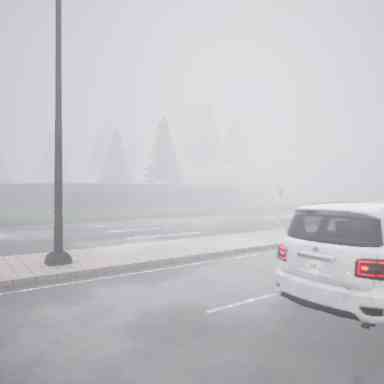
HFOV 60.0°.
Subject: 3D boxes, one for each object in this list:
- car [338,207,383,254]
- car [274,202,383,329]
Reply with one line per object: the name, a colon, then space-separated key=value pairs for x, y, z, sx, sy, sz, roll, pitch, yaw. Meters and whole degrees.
car: x=8.448 y=1.476 z=14.073 sx=5.008 sy=1.535 sz=1.882 roll=0 pitch=0 yaw=-36
car: x=4.062 y=1.220 z=6.644 sx=5.566 sy=2.045 sz=2.150 roll=0 pitch=0 yaw=-35
